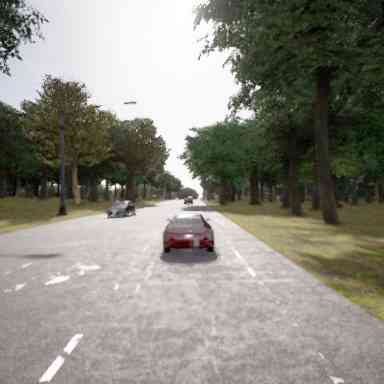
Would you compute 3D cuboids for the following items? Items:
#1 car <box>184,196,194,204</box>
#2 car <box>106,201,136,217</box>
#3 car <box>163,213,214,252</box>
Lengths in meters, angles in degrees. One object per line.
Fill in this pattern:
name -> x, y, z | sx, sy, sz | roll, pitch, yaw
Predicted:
car -> -0.685, 1.773, 68.825 | 1.895, 1.301, 4.718 | -1, 0, 0
car -> -6.801, 1.600, 32.313 | 2.128, 1.511, 4.902 | -1, 0, 4
car -> -0.142, 1.577, 14.079 | 1.994, 1.385, 4.181 | -1, 0, -1
